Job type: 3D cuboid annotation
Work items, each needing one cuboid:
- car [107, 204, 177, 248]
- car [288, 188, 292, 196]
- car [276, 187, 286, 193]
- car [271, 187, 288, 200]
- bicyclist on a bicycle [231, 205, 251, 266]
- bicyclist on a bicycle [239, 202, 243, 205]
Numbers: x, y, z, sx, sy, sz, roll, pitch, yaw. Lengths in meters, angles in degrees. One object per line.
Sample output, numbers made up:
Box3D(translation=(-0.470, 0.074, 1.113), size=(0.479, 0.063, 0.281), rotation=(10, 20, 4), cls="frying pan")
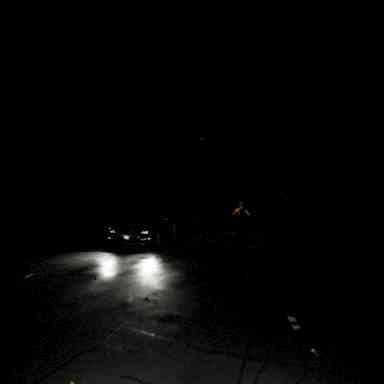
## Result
Box3D(translation=(-1.887, 1.286, 13.850), size=(1.837, 1.490, 4.892), rotation=(0, 1, 9), cls="car")
Box3D(translation=(20.314, -0.037, 71.380), size=(1.837, 1.490, 4.892), rotation=(2, 2, 21), cls="car")
Box3D(translation=(23.898, -0.581, 89.368), size=(2.033, 1.411, 5.357), rotation=(2, 2, 21), cls="car")
Box3D(translation=(14.232, 0.394, 54.977), size=(1.882, 1.535, 5.008), rotation=(2, 2, 21), cls="car")
Box3D(translation=(1.539, 1.325, 10.125), size=(0.582, 1.620, 1.656), rotation=(1, 1, 6), cls="bicyclist on a bicycle")
Box3D(translation=(2.174, 1.235, 14.825), size=(0.866, 1.612, 1.509), rotation=(1, 0, 9), cls="bicyclist on a bicycle")
